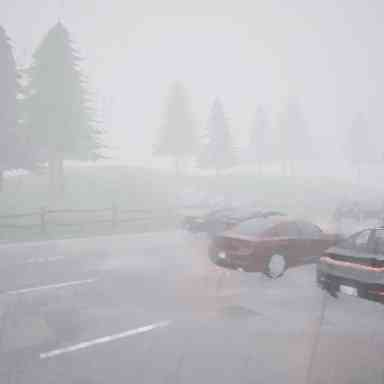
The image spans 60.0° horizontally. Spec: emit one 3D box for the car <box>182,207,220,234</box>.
[{"bbox_3d":[1.653,1.536,17.860,4.674,1.442,1.812,0,0,-35],"label":"car"}]

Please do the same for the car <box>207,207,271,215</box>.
[{"bbox_3d":[3.292,1.516,14.732,4.892,1.490,1.837,-1,0,-35],"label":"car"}]

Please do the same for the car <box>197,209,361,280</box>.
[{"bbox_3d":[2.815,1.485,10.116,5.008,1.535,1.882,0,0,-35],"label":"car"}]

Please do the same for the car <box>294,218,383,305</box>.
[{"bbox_3d":[4.705,1.499,7.167,4.902,1.511,2.128,0,0,-35],"label":"car"}]

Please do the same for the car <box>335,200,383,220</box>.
[{"bbox_3d":[13.152,1.374,26.069,4.553,1.767,2.097,0,0,-35],"label":"car"}]
